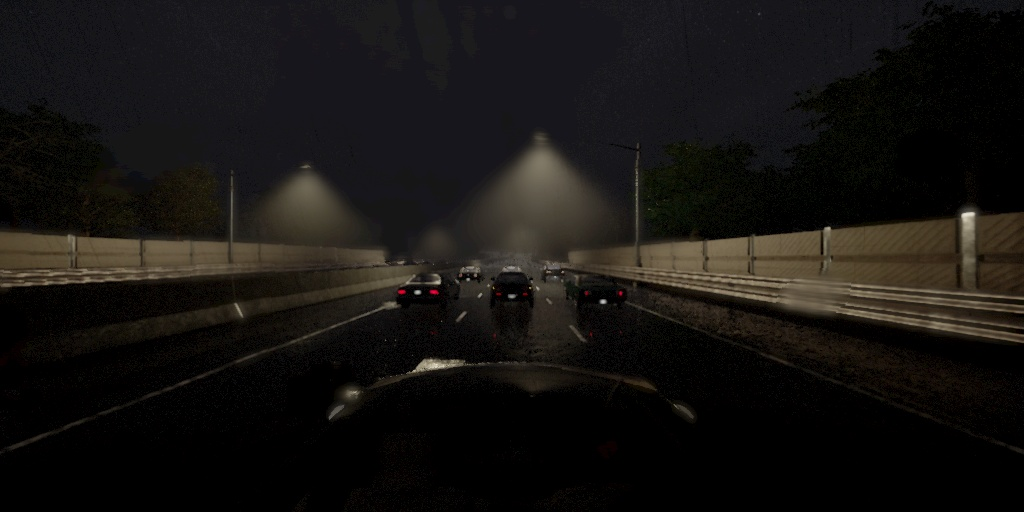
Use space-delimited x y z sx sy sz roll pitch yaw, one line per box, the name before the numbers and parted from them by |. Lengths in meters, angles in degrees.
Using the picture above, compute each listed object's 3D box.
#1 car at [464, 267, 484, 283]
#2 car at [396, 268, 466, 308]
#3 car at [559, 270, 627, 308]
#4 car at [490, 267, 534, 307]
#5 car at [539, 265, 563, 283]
car | -3.510 1.599 30.955 1.895 1.301 4.718 0 0 0
car | -3.505 1.423 15.840 2.033 1.411 5.357 0 0 0
car | 3.496 1.477 15.961 1.895 1.301 4.718 0 0 0
car | -0.001 1.405 16.245 1.812 1.442 4.674 0 0 0
car | 3.492 1.492 31.149 2.128 1.511 4.902 0 0 0
